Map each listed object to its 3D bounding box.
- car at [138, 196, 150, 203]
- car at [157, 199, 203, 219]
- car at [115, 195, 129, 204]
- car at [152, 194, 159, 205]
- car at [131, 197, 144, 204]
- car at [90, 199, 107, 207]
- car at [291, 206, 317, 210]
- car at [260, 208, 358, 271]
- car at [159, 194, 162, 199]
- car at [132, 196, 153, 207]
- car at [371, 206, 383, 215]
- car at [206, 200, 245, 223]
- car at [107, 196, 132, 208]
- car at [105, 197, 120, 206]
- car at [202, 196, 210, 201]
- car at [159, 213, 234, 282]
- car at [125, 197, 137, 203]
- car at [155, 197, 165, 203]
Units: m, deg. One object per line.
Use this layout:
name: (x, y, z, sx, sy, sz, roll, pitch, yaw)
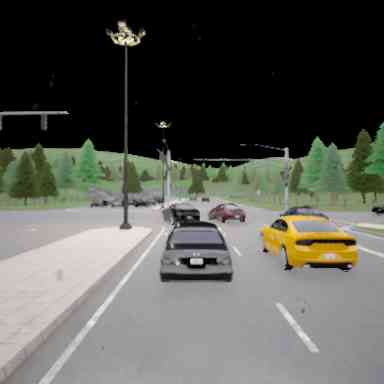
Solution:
car: (-11.452, 1.852, 80.179, 2.128, 1.511, 4.902, 0, 0, 0)
car: (-0.977, 1.581, 25.048, 1.882, 1.535, 5.008, 1, -1, -19)
car: (-14.959, 1.647, 71.566, 2.097, 1.767, 4.553, 0, 0, 0)
car: (-7.964, 1.610, 63.258, 2.097, 1.767, 4.553, 0, 0, 0)
car: (-11.460, 1.838, 70.045, 1.994, 1.385, 4.181, 0, 0, 0)
car: (-15.011, 1.784, 54.073, 1.994, 1.385, 4.181, 0, 0, 1)
car: (7.103, 1.638, 21.517, 2.033, 1.411, 5.357, 0, 0, 0)
car: (3.602, 1.524, 11.137, 1.882, 1.535, 5.008, 0, 0, 0)
car: (-7.958, 1.526, 73.559, 2.150, 2.045, 5.566, 0, 0, 0)
car: (-8.017, 1.823, 54.314, 1.895, 1.301, 4.718, 0, 0, 0)
car: (20.923, 1.744, 33.883, 4.718, 1.301, 1.895, 0, 0, 1)
car: (2.698, 1.635, 26.517, 1.812, 1.442, 4.674, 1, 0, -15)
car: (-11.531, 1.708, 53.066, 2.128, 1.511, 4.902, 0, 0, 1)
car: (-14.965, 1.781, 62.702, 1.812, 1.442, 4.674, 0, 0, 0)
car: (3.590, 1.834, 86.750, 1.882, 1.535, 5.008, 0, 0, 1)
car: (0.100, 1.588, 9.840, 2.033, 1.411, 5.357, 0, 0, 0)
car: (-14.950, 1.873, 81.807, 2.033, 1.411, 5.357, 0, 0, 0)
car: (-7.937, 1.877, 83.969, 2.033, 1.411, 5.357, 0, 0, 0)
